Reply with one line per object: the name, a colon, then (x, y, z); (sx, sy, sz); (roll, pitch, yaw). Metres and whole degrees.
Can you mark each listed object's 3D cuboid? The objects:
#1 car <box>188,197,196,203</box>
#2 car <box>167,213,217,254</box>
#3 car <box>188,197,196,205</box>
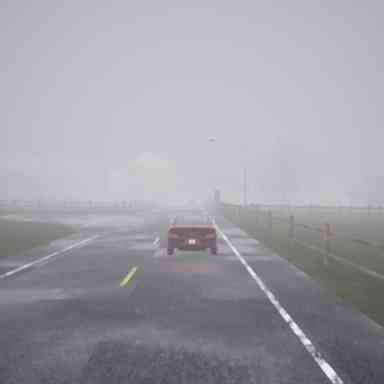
car: (-0.053, 2.231, 90.330); (2.128, 1.511, 4.902); (0, -1, 0)
car: (0.022, 1.618, 14.245); (1.882, 1.535, 5.008); (0, 0, 0)
car: (-0.047, 2.299, 79.907); (2.128, 1.511, 4.902); (0, -1, 0)
